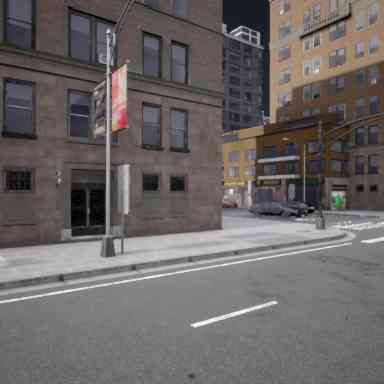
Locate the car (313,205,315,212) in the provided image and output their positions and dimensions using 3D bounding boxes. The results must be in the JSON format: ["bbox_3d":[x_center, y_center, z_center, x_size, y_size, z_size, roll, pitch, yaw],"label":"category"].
[{"bbox_3d":[10.549,1.580,34.313,1.947,1.339,4.313,0,0,-35],"label":"car"}]

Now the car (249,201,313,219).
[{"bbox_3d":[7.429,1.540,29.193,2.033,1.411,5.357,0,0,-37],"label":"car"}]

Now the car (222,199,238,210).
[{"bbox_3d":[4.182,1.594,43.311,1.802,1.307,4.206,0,0,-35],"label":"car"}]
